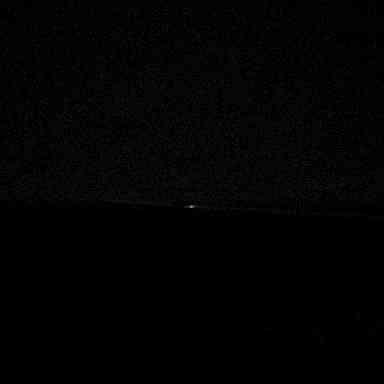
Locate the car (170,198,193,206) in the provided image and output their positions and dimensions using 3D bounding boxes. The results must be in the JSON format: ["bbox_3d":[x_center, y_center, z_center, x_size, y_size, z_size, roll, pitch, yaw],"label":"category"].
[{"bbox_3d":[-2.013,1.842,61.890,2.033,1.411,5.357,-1,0,-35],"label":"car"}]
